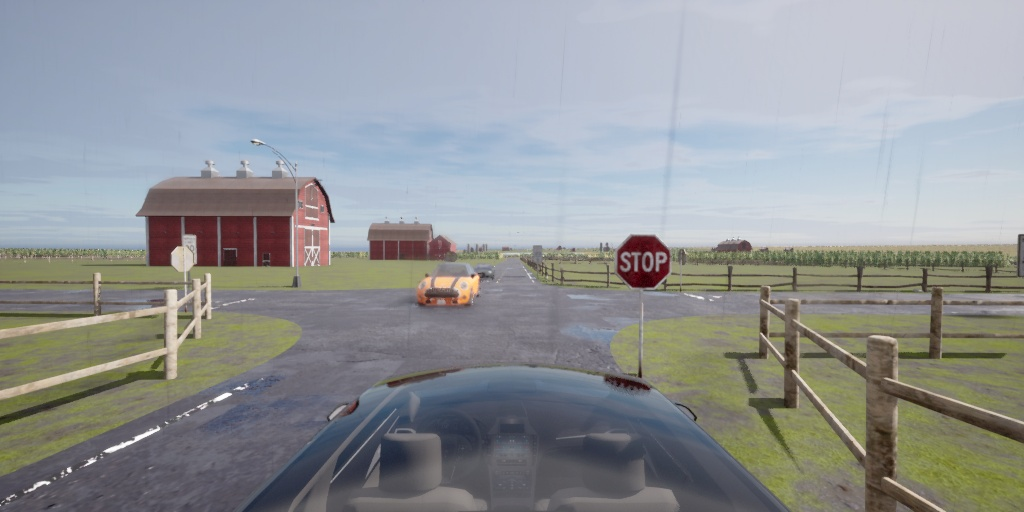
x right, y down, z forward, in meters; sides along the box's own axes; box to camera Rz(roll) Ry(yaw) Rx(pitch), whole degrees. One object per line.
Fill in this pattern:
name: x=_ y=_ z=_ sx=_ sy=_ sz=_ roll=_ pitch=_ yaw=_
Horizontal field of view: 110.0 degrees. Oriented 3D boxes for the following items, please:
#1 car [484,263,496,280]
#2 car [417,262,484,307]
car: x=-2.440 y=1.313 z=30.379 sx=1.994 sy=1.385 sz=4.181 roll=0 pitch=0 yaw=1
car: x=-2.593 y=1.094 z=15.587 sx=2.097 sy=1.767 sz=4.553 roll=1 pitch=1 yaw=1
